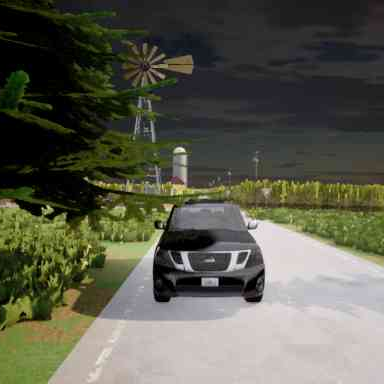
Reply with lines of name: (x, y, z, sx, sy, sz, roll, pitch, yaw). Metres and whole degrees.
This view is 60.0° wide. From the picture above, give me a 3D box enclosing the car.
car: (0.331, 1.221, 8.579, 2.150, 2.045, 5.566, 0, 0, 0)
